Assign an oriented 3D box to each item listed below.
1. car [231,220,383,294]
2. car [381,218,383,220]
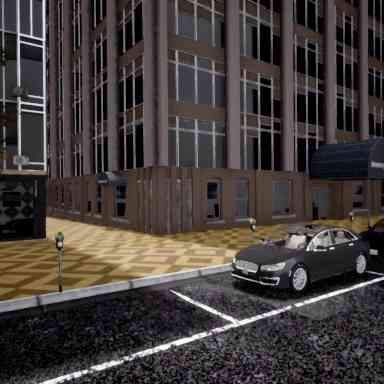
[{"bbox_3d":[2.963,1.549,8.694,4.403,1.369,2.008,0,-1,-36],"label":"car"},{"bbox_3d":[7.587,1.563,11.999,4.313,1.339,1.947,0,-1,-36],"label":"car"}]
